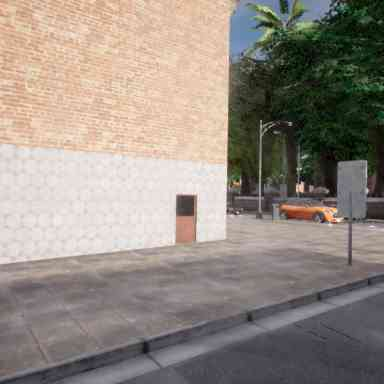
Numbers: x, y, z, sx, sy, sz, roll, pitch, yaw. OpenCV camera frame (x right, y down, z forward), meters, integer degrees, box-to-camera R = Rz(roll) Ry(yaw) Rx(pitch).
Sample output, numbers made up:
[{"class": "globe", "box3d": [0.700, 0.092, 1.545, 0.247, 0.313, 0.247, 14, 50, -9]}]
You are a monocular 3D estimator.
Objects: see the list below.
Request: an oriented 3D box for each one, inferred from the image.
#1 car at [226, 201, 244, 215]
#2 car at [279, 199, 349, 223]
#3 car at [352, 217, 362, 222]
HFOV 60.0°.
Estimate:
[{"class": "car", "box3d": [2.733, 1.533, 33.211, 2.033, 1.411, 5.357, 2, -1, -35]}, {"class": "car", "box3d": [8.755, 1.344, 24.606, 2.097, 1.767, 4.553, 2, -1, -35]}, {"class": "car", "box3d": [10.968, 1.662, 26.575, 1.895, 1.301, 4.718, 2, -1, -35]}]
